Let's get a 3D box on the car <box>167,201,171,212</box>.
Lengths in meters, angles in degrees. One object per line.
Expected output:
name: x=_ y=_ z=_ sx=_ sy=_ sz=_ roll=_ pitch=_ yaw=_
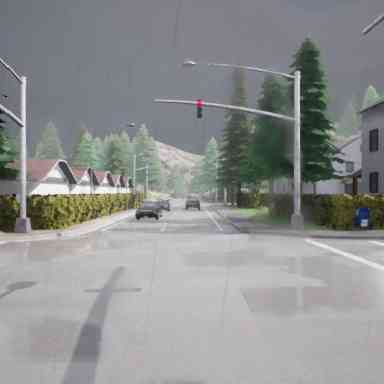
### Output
car: x=-3.566 y=1.575 z=39.085 sx=1.994 sy=1.385 sz=4.181 roll=0 pitch=0 yaw=0

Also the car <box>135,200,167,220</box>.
car: x=-3.591 y=1.556 z=28.633 sx=2.033 sy=1.411 sz=5.357 roll=0 pitch=0 yaw=0

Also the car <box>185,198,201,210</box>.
car: x=0.112 y=1.517 z=43.284 sx=1.837 sy=1.490 sz=4.892 roll=0 pitch=0 yaw=0
